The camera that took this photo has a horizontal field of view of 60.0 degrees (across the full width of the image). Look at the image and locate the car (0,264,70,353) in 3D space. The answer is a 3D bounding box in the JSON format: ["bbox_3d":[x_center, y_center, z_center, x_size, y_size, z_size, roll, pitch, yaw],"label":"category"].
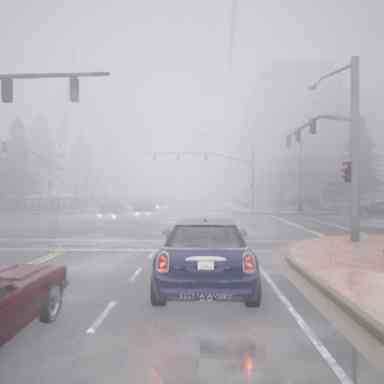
[{"bbox_3d":[-3.305,1.597,4.241,1.895,1.301,4.718,0,0,2],"label":"car"}]

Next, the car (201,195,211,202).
[{"bbox_3d":[3.107,1.482,73.642,1.994,1.385,4.181,0,0,2],"label":"car"}]

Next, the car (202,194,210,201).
[{"bbox_3d":[3.439,1.401,82.346,1.882,1.535,5.008,0,0,2],"label":"car"}]

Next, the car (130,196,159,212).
[{"bbox_3d":[-5.348,1.529,38.172,1.994,1.385,4.181,0,0,2],"label":"car"}]

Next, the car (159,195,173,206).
[{"bbox_3d":[-4.746,1.515,53.562,1.994,1.385,4.181,0,0,2],"label":"car"}]

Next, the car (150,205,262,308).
[{"bbox_3d":[0.309,1.345,8.114,2.097,1.767,4.553,0,0,2],"label":"car"}]

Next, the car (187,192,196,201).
[{"bbox_3d":[-0.058,1.148,82.509,2.150,2.045,5.566,0,0,2],"label":"car"}]

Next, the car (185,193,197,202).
[{"bbox_3d":[-0.429,1.454,72.779,1.812,1.442,4.674,0,0,2],"label":"car"}]

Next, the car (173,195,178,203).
[{"bbox_3d":[-4.057,1.448,69.474,2.128,1.511,4.902,0,0,2],"label":"car"}]

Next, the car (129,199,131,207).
[{"bbox_3d":[-8.361,1.480,50.829,1.812,1.442,4.674,0,0,2],"label":"car"}]

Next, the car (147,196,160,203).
[{"bbox_3d":[-7.668,1.540,67.077,1.895,1.301,4.718,0,0,3],"label":"car"}]

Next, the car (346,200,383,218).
[{"bbox_3d":[16.252,1.477,29.406,4.892,1.490,1.837,0,0,2],"label":"car"}]

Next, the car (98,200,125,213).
[{"bbox_3d":[-8.899,1.568,36.993,1.895,1.301,4.718,0,0,2],"label":"car"}]
